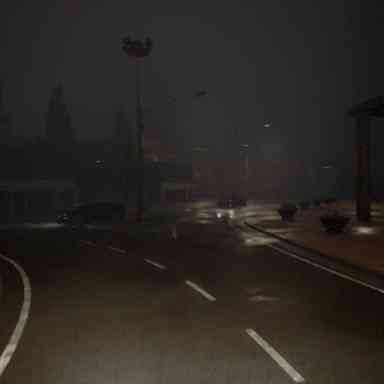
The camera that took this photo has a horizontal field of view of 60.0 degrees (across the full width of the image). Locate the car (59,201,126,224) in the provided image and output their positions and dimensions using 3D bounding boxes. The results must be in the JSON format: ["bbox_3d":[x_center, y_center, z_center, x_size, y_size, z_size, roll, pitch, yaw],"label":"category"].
[{"bbox_3d":[-7.332,1.440,24.753,4.892,1.490,1.837,-1,2,-38],"label":"car"}]

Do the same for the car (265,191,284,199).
[{"bbox_3d":[13.070,0.461,52.831,2.097,1.767,4.553,-1,0,32],"label":"car"}]

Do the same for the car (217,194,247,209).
[{"bbox_3d":[4.754,1.034,39.566,2.097,1.767,4.553,-1,1,32],"label":"car"}]
